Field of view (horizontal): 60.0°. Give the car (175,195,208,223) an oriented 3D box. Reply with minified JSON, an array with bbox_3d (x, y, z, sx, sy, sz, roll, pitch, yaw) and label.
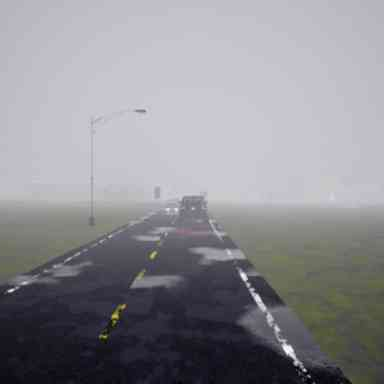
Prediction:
[{"bbox_3d":[0.093,1.233,25.745,2.150,2.045,5.566,0,0,0],"label":"car"}]

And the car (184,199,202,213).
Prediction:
[{"bbox_3d":[0.093,1.584,38.823,1.994,1.385,4.181,0,0,0],"label":"car"}]

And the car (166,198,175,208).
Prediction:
[{"bbox_3d":[-2.753,1.582,49.316,2.033,1.411,5.357,0,0,0],"label":"car"}]
